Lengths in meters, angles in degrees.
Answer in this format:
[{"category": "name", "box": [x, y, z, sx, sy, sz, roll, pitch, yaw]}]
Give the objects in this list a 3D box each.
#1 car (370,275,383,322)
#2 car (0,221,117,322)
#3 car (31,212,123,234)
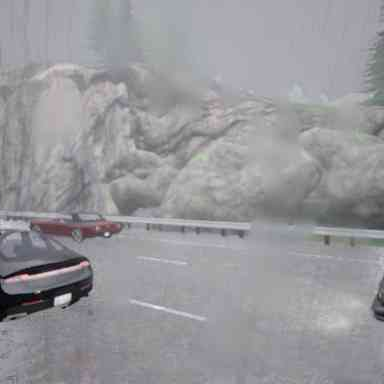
[{"category": "car", "box": [5.437, 1.530, 4.344, 5.357, 1.411, 2.033, 0, 0, 36]}, {"category": "car", "box": [-4.071, 1.488, 6.603, 4.902, 1.511, 2.128, 0, 0, 33]}, {"category": "car", "box": [-5.661, 1.586, 15.885, 4.718, 1.301, 1.895, 0, 0, 31]}]
